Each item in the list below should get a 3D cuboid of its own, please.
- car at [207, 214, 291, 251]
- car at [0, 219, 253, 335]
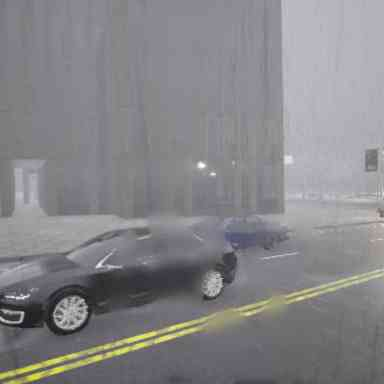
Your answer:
[{"bbox_3d":[1.466,1.560,12.700,5.357,1.411,2.033,0,0,-35],"label":"car"},{"bbox_3d":[-1.222,1.508,6.800,4.892,1.490,1.837,0,0,-35],"label":"car"}]
